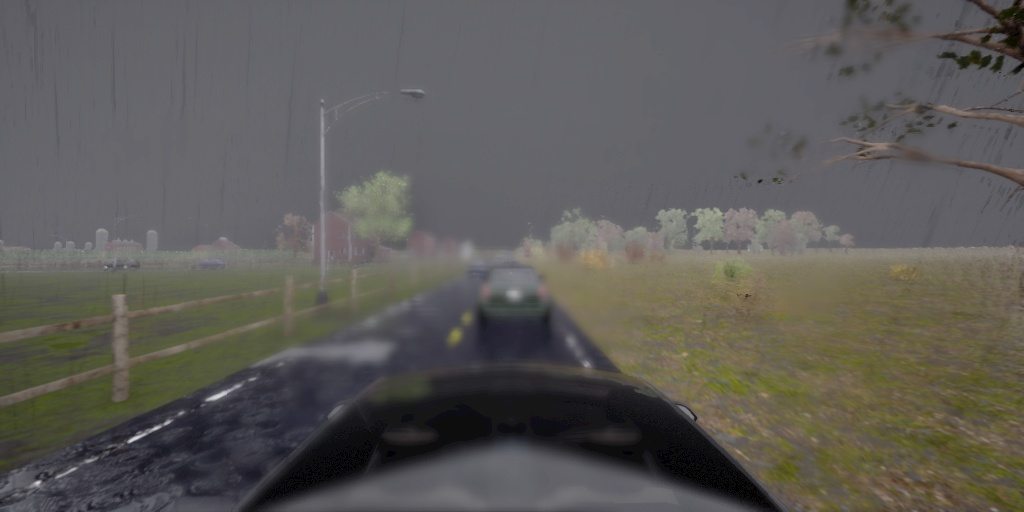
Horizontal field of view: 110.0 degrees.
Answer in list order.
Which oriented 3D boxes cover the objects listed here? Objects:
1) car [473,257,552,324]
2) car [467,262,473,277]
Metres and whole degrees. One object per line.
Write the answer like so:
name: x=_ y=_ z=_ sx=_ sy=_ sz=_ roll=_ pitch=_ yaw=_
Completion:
car: x=0.078 y=1.040 z=11.821 sx=2.097 sy=1.767 sz=4.553 roll=0 pitch=0 yaw=0
car: x=-2.827 y=1.097 z=32.061 sx=2.033 sy=1.411 sz=5.357 roll=0 pitch=0 yaw=0
